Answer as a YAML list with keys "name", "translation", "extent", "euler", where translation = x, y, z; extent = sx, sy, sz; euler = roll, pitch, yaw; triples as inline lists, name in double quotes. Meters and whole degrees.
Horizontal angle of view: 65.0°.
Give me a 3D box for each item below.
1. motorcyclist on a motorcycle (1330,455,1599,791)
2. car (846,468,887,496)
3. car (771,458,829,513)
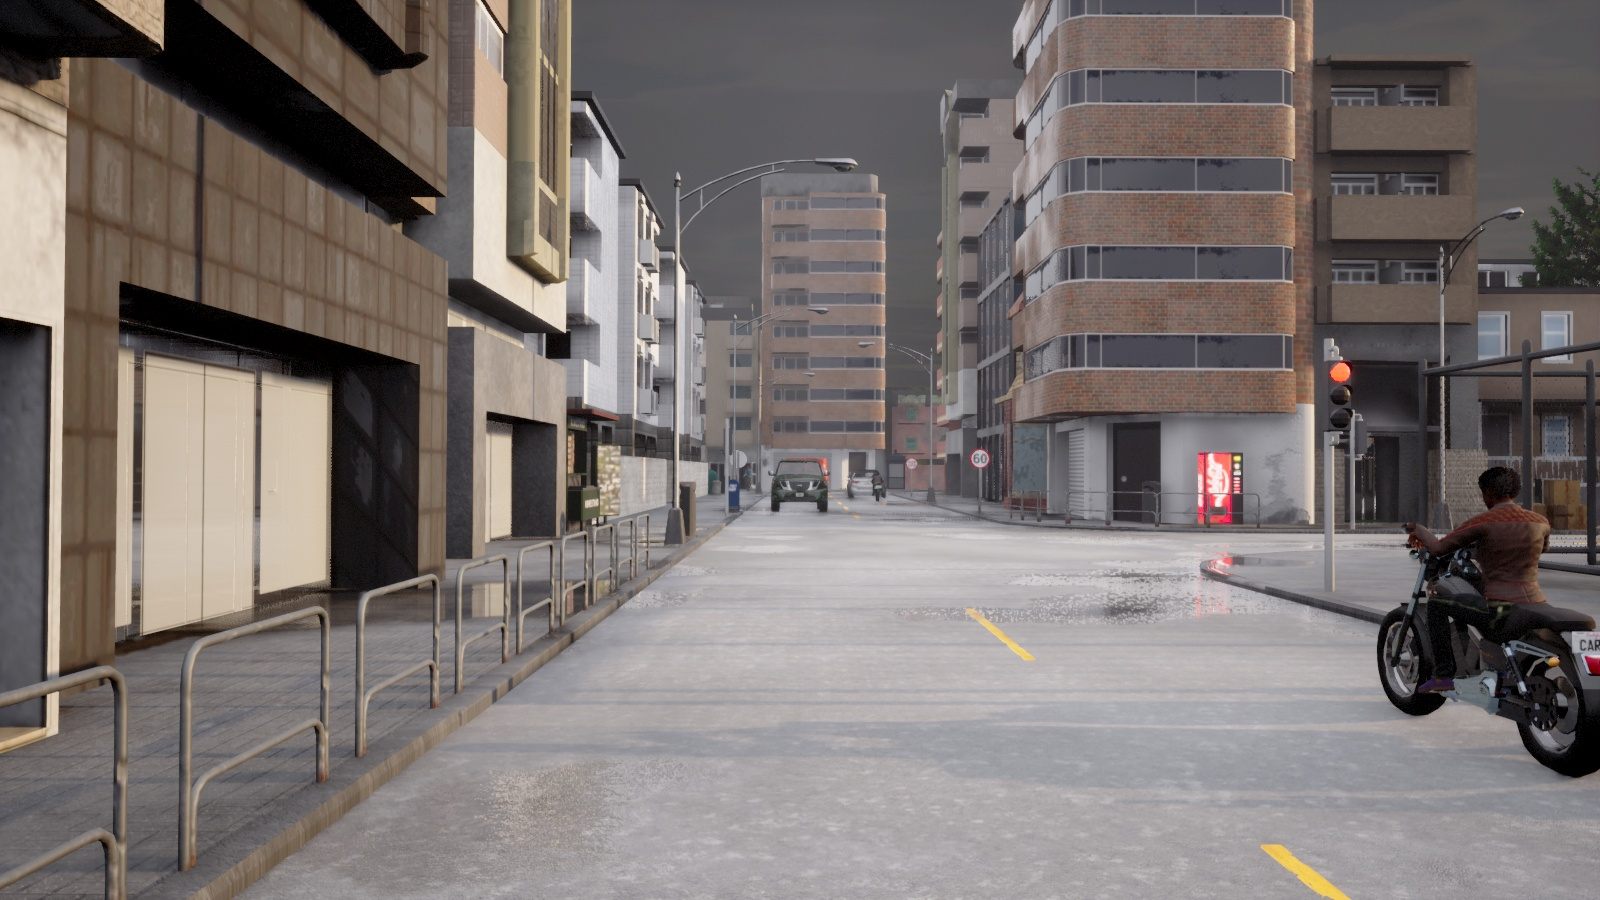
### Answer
- name: "motorcyclist on a motorcycle"
  translation: [3.999, 0.872, 7.367]
  extent: [0.766, 1.649, 2.350]
  euler: [0, -1, 0]
- name: "car"
  translation: [3.995, 1.913, 75.838]
  extent: [2.242, 1.667, 4.611]
  euler: [0, -1, 0]
- name: "car"
  translation: [-0.029, 1.368, 49.796]
  extent: [2.150, 2.045, 5.566]
  euler: [0, -1, -1]
